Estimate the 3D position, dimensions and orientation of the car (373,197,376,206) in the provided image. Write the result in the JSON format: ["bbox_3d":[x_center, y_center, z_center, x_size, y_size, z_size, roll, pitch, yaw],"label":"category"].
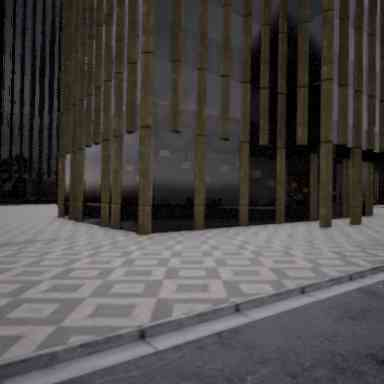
[{"bbox_3d":[30.213,1.785,59.604,2.192,1.841,5.009,2,-1,-35],"label":"car"}]
